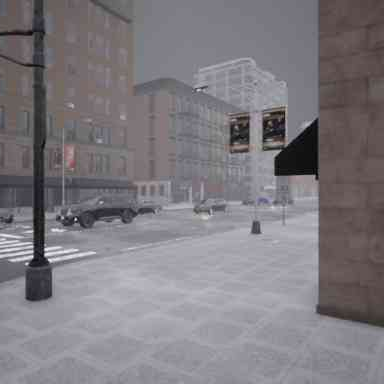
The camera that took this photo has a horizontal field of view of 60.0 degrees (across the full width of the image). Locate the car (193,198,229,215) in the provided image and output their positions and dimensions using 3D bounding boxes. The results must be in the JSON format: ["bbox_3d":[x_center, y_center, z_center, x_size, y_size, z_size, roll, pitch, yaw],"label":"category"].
[{"bbox_3d":[1.955,1.378,33.176,1.837,1.490,4.892,0,1,36],"label":"car"}]

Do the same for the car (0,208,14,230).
[{"bbox_3d":[-12.517,1.459,18.375,2.128,1.511,4.902,0,0,35],"label":"car"}]

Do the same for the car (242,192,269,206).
[{"bbox_3d":[9.450,1.031,49.264,2.150,2.045,5.566,0,0,36],"label":"car"}]

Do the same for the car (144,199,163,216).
[{"bbox_3d":[-4.662,1.400,29.463,2.128,1.511,4.902,0,0,35],"label":"car"}]

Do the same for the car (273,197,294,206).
[{"bbox_3d":[13.720,1.275,49.617,1.882,1.535,5.008,0,0,35],"label":"car"}]

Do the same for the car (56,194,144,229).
[{"bbox_3d":[-6.046,1.156,21.887,2.150,2.045,5.566,0,0,35],"label":"car"}]
